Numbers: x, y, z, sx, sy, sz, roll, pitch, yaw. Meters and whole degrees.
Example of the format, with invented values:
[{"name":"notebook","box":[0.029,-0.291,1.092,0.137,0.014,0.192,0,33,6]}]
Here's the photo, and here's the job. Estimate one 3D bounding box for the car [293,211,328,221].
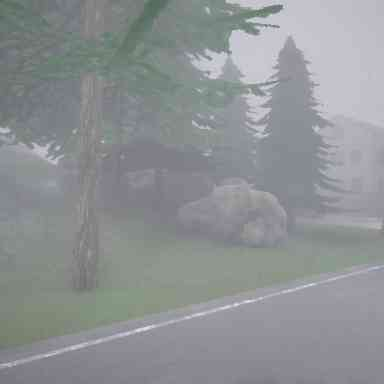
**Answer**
[{"name":"car","box":[8.753,1.476,27.384,2.128,1.511,4.902,0,0,-35]}]
